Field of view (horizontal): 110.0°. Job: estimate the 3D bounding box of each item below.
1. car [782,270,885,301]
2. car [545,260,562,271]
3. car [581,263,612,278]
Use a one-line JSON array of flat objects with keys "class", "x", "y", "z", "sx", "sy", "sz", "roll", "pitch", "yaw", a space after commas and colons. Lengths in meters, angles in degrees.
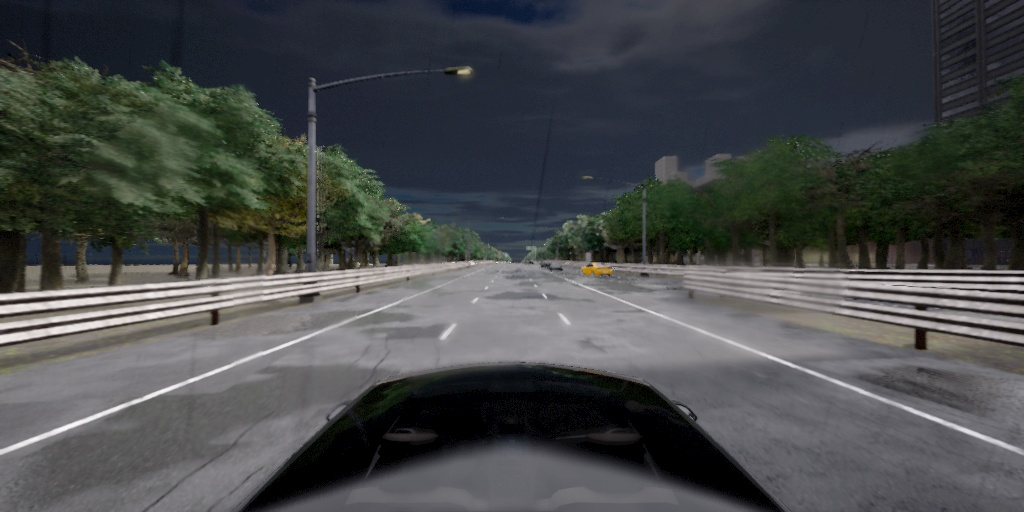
[{"class": "car", "x": 15.906, "y": 1.405, "z": 18.139, "sx": 1.994, "sy": 1.385, "sz": 4.181, "roll": 0, "pitch": -1, "yaw": -21}, {"class": "car", "x": 6.894, "y": 1.669, "z": 58.051, "sx": 1.994, "sy": 1.385, "sz": 4.181, "roll": 0, "pitch": 0, "yaw": 1}, {"class": "car", "x": 9.160, "y": 1.494, "z": 39.173, "sx": 1.882, "sy": 1.535, "sz": 5.008, "roll": 0, "pitch": 0, "yaw": -10}]
